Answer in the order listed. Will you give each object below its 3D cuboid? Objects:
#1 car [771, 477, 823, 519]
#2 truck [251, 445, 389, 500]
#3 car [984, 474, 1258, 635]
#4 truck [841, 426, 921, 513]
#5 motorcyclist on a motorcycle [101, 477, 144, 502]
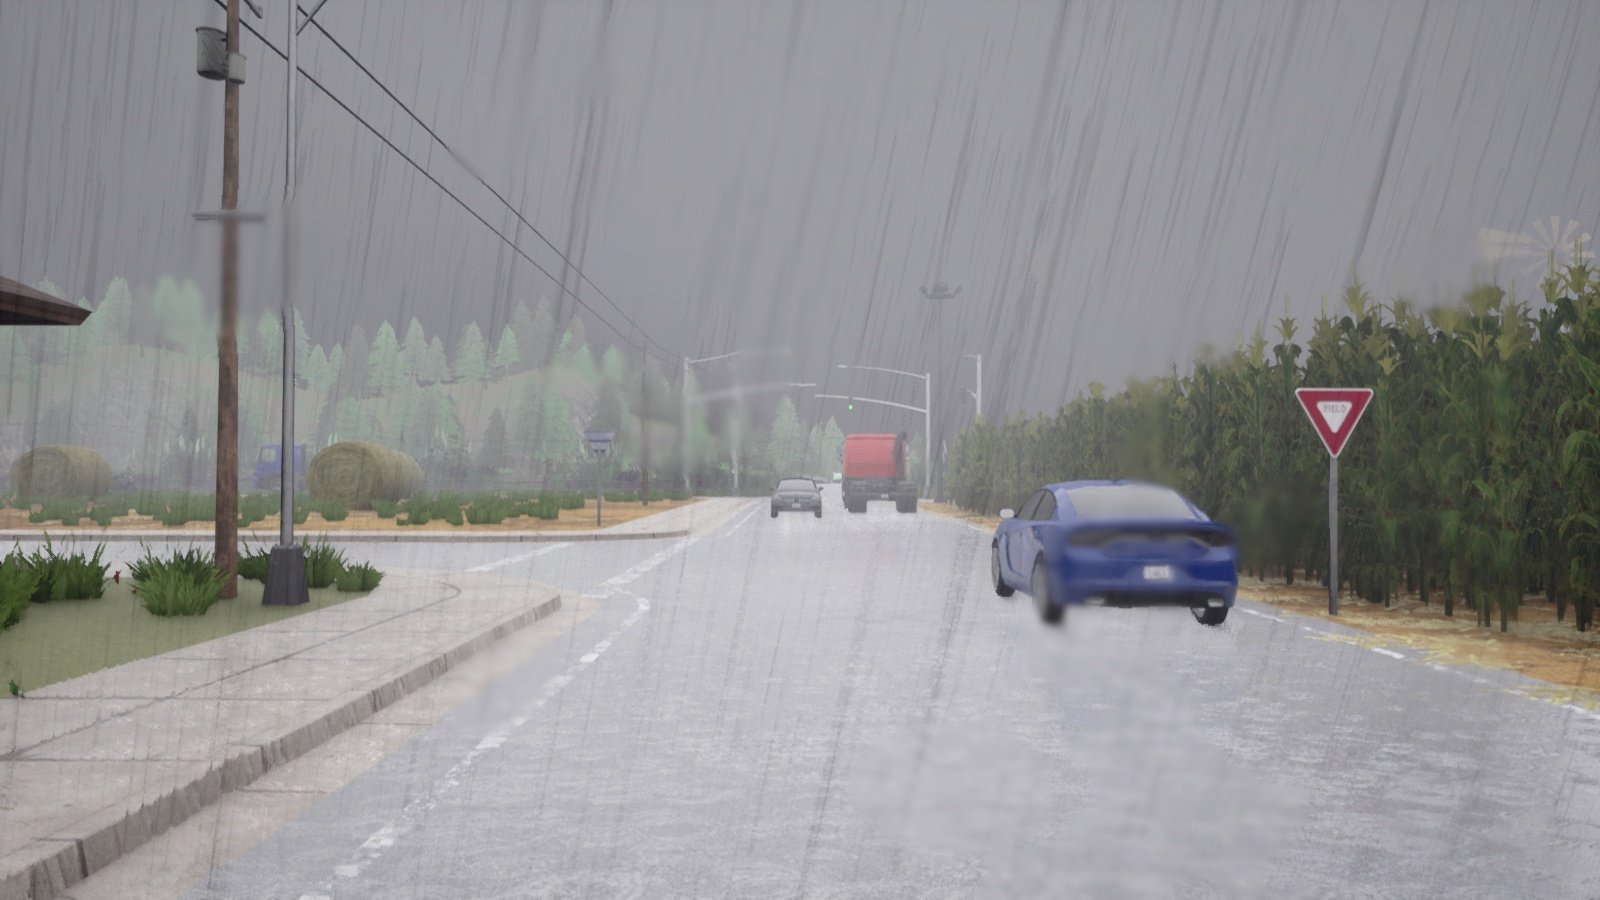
[{"bbox_3d":[-0.114,1.705,45.930,1.812,1.442,4.674,0,-1,0],"label":"car"},{"bbox_3d":[-31.249,1.461,81.941,7.936,3.462,2.891,0,-1,3],"label":"truck"},{"bbox_3d":[3.460,1.056,14.631,1.882,1.535,5.008,0,-1,0],"label":"car"},{"bbox_3d":[3.361,0.834,54.009,2.891,3.462,7.936,0,-1,0],"label":"truck"},{"bbox_3d":[-42.602,2.468,78.976,2.191,1.530,0.866,0,-1,3],"label":"motorcyclist on a motorcycle"}]
